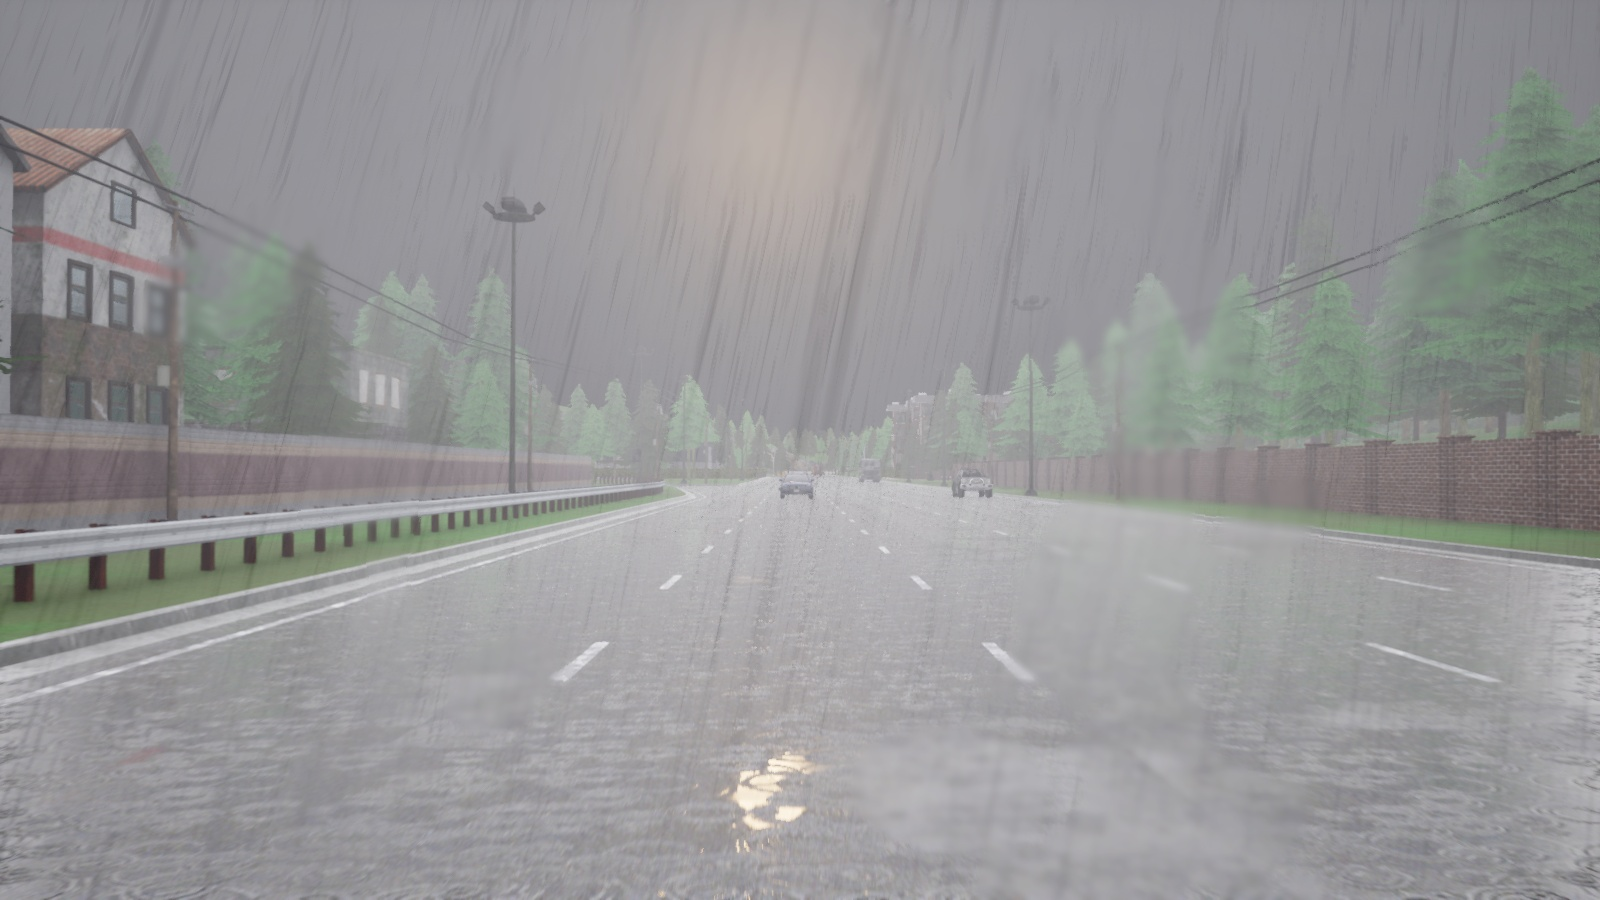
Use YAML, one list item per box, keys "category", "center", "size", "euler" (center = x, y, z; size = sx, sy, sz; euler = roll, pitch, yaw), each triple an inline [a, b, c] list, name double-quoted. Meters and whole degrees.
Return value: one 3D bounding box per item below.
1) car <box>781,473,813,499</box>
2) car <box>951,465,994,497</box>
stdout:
- category: "car"
  center: [-0.172, 2.042, 71.771]
  size: [1.812, 1.442, 4.674]
  euler: [0, -1, 0]
- category: "car"
  center: [10.318, 1.851, 75.294]
  size: [1.932, 1.855, 4.605]
  euler: [0, -1, 0]
